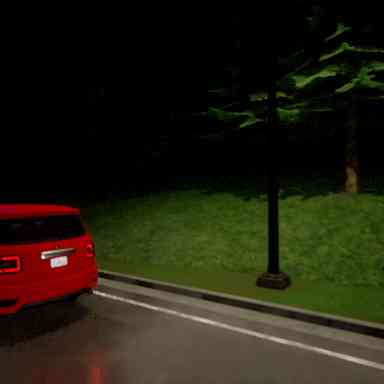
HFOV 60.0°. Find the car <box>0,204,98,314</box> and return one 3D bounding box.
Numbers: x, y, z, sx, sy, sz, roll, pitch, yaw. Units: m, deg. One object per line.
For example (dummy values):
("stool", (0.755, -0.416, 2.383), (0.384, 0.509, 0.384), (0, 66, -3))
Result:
("car", (-4.417, 1.276, 7.127), (5.566, 2.045, 2.150), (0, 0, 35))
